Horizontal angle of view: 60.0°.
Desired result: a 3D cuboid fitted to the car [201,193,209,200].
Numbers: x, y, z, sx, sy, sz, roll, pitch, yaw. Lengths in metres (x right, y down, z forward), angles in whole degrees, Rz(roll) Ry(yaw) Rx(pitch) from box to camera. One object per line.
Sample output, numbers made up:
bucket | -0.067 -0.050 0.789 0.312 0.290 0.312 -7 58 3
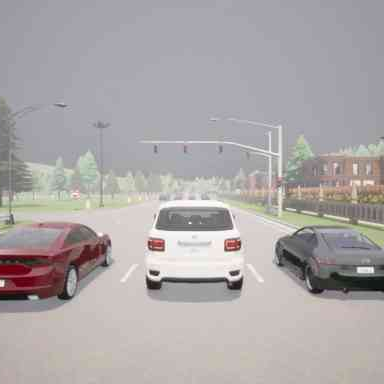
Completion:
car | 3.518 1.187 92.064 2.097 1.767 4.553 0 0 0

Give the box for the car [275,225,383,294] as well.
car | 3.566 1.564 8.806 1.994 1.385 4.181 0 0 0

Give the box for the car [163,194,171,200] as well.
car | -6.982 1.332 92.096 1.837 1.490 4.892 0 0 0

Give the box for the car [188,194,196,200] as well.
car | 0.018 1.372 92.095 2.033 1.411 5.357 0 0 0

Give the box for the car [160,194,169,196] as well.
car | -6.984 1.347 82.063 2.097 1.767 4.553 0 0 0

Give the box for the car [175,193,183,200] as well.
car | -3.482 1.187 92.065 2.097 1.767 4.553 0 0 0

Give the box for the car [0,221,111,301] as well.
car | -3.438 1.478 8.411 1.882 1.535 5.008 0 0 0

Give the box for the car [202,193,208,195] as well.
car | 3.516 1.587 82.121 1.895 1.301 4.718 0 0 0

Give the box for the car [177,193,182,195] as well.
car | -3.484 1.516 82.092 1.812 1.442 4.674 0 0 0

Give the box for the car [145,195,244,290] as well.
car | 0.068 1.221 9.219 2.150 2.045 5.566 0 0 0
